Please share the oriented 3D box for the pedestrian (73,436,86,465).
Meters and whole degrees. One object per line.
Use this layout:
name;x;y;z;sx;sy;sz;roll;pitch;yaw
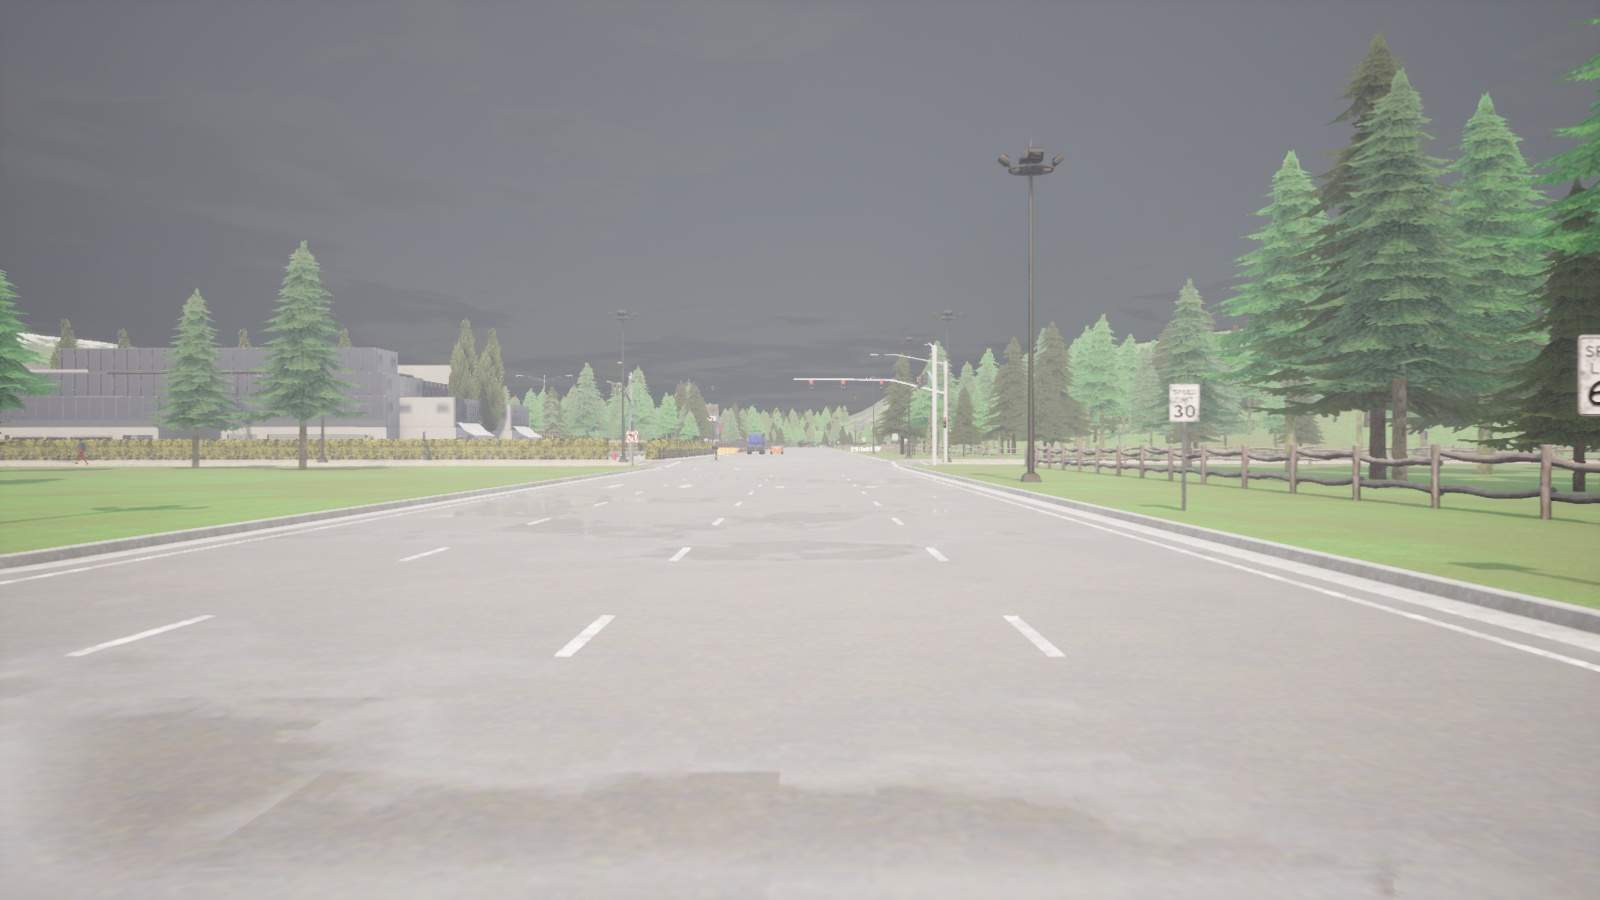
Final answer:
pedestrian;-46.946;0.021;81.841;0.614;1.847;0.353;0;0;2
